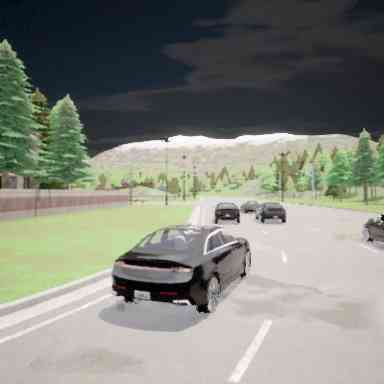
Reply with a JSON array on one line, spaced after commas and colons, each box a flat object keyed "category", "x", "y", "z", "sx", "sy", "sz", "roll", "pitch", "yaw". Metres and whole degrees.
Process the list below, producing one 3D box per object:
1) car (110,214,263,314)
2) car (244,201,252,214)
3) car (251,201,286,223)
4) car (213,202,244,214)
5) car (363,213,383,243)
[{"category": "car", "x": 0.084, "y": 1.518, "z": 7.826, "sx": 2.128, "sy": 1.511, "sz": 4.902, "roll": 0, "pitch": 0, "yaw": 22}, {"category": "car", "x": 6.617, "y": 1.682, "z": 36.977, "sx": 1.994, "sy": 1.385, "sz": 4.181, "roll": 0, "pitch": 0, "yaw": 2}, {"category": "car", "x": 6.193, "y": 1.587, "z": 26.554, "sx": 1.837, "sy": 1.490, "sz": 4.892, "roll": 0, "pitch": -1, "yaw": 3}, {"category": "car", "x": 2.709, "y": 1.564, "z": 26.527, "sx": 1.882, "sy": 1.535, "sz": 5.008, "roll": 0, "pitch": 0, "yaw": 3}, {"category": "car", "x": 8.696, "y": 1.543, "z": 13.707, "sx": 1.837, "sy": 1.490, "sz": 4.892, "roll": 1, "pitch": 0, "yaw": 9}]
